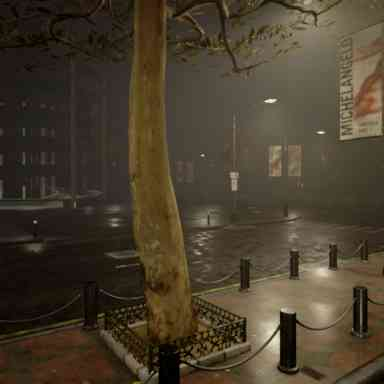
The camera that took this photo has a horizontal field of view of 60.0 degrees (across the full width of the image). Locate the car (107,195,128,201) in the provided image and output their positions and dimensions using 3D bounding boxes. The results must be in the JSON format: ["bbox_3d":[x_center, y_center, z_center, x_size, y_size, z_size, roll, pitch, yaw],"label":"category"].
[{"bbox_3d":[-18.068,1.464,80.764,4.674,1.442,1.812,0,0,12],"label":"car"}]

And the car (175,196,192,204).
[{"bbox_3d":[-2.395,1.547,63.272,2.033,1.411,5.357,0,0,-43],"label":"car"}]

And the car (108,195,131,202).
[{"bbox_3d":[-15.011,1.348,72.345,5.008,1.535,1.882,0,0,22],"label":"car"}]

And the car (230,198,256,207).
[{"bbox_3d":[7.736,1.562,49.964,1.994,1.385,4.181,0,0,-36],"label":"car"}]
